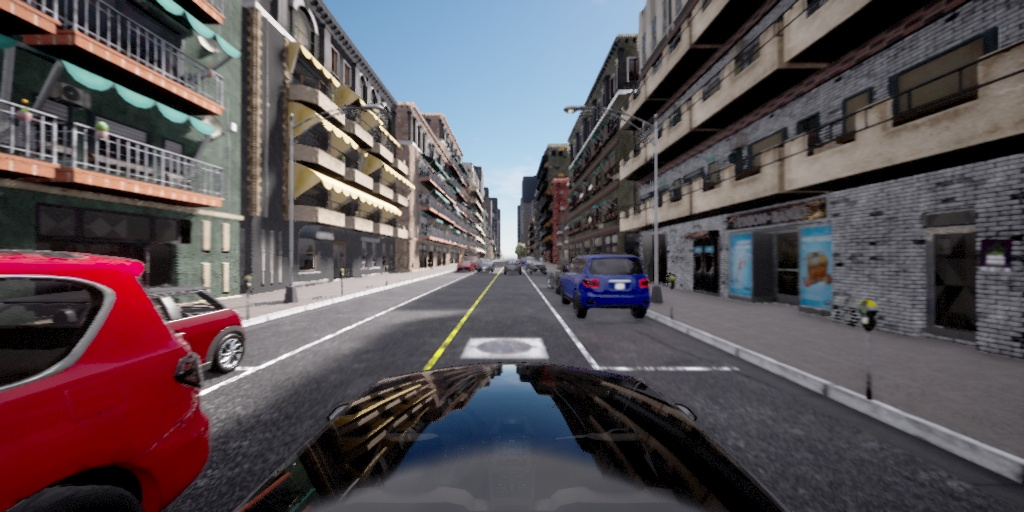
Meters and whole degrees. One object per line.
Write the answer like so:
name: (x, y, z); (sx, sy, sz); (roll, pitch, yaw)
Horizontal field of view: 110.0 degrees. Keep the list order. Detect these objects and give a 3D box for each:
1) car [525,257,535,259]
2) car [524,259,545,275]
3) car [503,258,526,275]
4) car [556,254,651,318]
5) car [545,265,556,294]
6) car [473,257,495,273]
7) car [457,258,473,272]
car: (2.699, 1.250, 49.920); (2.007, 1.370, 4.403); (0, 0, 0)
car: (2.697, 1.256, 38.591); (2.007, 1.370, 4.403); (0, 0, 0)
car: (0.081, 1.193, 38.731); (2.128, 1.511, 4.902); (0, 0, 0)
car: (3.108, 0.960, 13.008); (2.150, 2.045, 5.566); (0, 0, 0)
car: (3.149, 1.228, 19.979); (1.837, 1.490, 4.892); (0, 0, 0)
car: (-3.079, 1.192, 42.756); (2.128, 1.511, 4.902); (0, 0, 0)
car: (-5.682, 1.247, 44.258); (1.888, 1.381, 4.507); (0, 0, 0)
